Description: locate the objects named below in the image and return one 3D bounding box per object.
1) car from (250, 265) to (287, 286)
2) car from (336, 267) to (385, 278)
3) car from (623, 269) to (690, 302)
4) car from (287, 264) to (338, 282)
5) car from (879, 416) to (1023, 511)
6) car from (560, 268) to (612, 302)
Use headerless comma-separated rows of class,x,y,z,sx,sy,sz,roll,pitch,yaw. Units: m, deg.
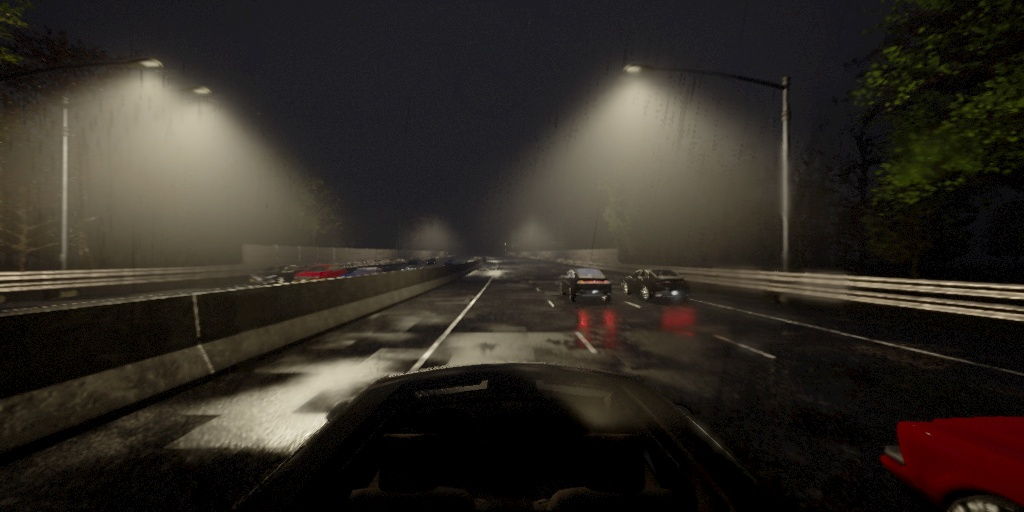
car,-17.726,1.437,27.561,1.837,1.490,4.892,0,0,-1
car,-10.715,1.528,26.422,1.895,1.301,4.718,0,0,-1
car,7.053,1.376,17.973,1.837,1.490,4.892,0,0,0
car,-14.220,1.407,26.919,1.882,1.535,5.008,0,0,-1
car,3.601,1.341,0.410,1.895,1.301,4.718,0,0,0
car,3.554,1.362,17.881,2.128,1.511,4.902,0,0,0
